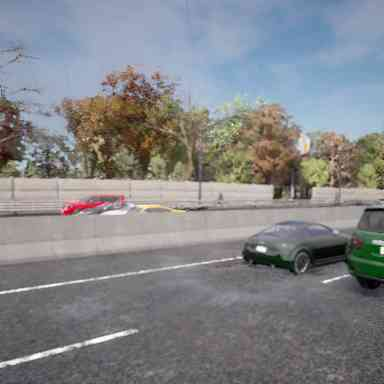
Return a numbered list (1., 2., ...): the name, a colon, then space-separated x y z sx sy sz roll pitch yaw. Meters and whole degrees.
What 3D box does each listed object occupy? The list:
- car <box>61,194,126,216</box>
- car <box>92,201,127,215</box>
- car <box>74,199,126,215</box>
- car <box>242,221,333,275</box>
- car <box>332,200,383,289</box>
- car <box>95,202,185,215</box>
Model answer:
1. car: -8.157 1.209 28.347 5.566 2.045 2.150 1 0 -36
2. car: -4.018 1.538 22.704 4.674 1.442 1.812 1 0 -36
3. car: -6.063 1.492 25.542 4.902 1.511 2.128 1 0 -36
4. car: 3.609 1.620 10.693 4.181 1.385 1.994 1 0 -36
5. car: 6.073 1.295 8.156 5.566 2.045 2.150 1 0 -36
6. car: -2.689 1.495 19.344 5.008 1.535 1.882 1 0 -36
